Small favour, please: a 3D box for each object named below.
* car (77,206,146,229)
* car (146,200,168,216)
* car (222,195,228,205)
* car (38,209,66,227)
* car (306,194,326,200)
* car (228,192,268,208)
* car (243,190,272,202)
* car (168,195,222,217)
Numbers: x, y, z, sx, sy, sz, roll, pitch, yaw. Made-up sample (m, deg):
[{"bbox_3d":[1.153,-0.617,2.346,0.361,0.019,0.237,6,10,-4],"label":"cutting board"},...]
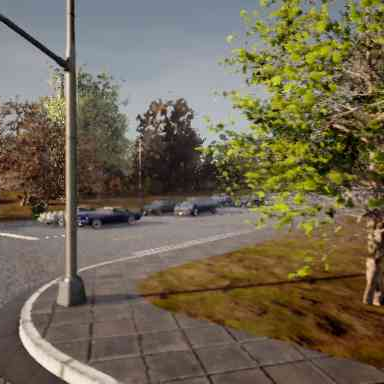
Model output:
[{"bbox_3d":[-5.686,1.671,22.481,1.895,1.301,4.718,0,0,37],"label":"car"},{"bbox_3d":[-2.762,1.445,32.107,2.033,1.411,5.357,0,1,37],"label":"car"},{"bbox_3d":[3.216,1.060,39.936,1.812,1.442,4.674,0,2,37],"label":"car"},{"bbox_3d":[-8.643,1.699,24.374,1.895,1.301,4.718,0,0,37],"label":"car"},{"bbox_3d":[17.166,0.044,46.456,2.150,2.045,5.566,0,2,37],"label":"car"},{"bbox_3d":[6.790,0.999,38.869,2.033,1.411,5.357,0,2,37],"label":"car"},{"bbox_3d":[9.525,0.523,48.165,2.128,1.511,4.902,0,3,38],"label":"car"},{"bbox_3d":[0.352,1.211,30.419,2.097,1.767,4.553,0,1,37],"label":"car"}]
